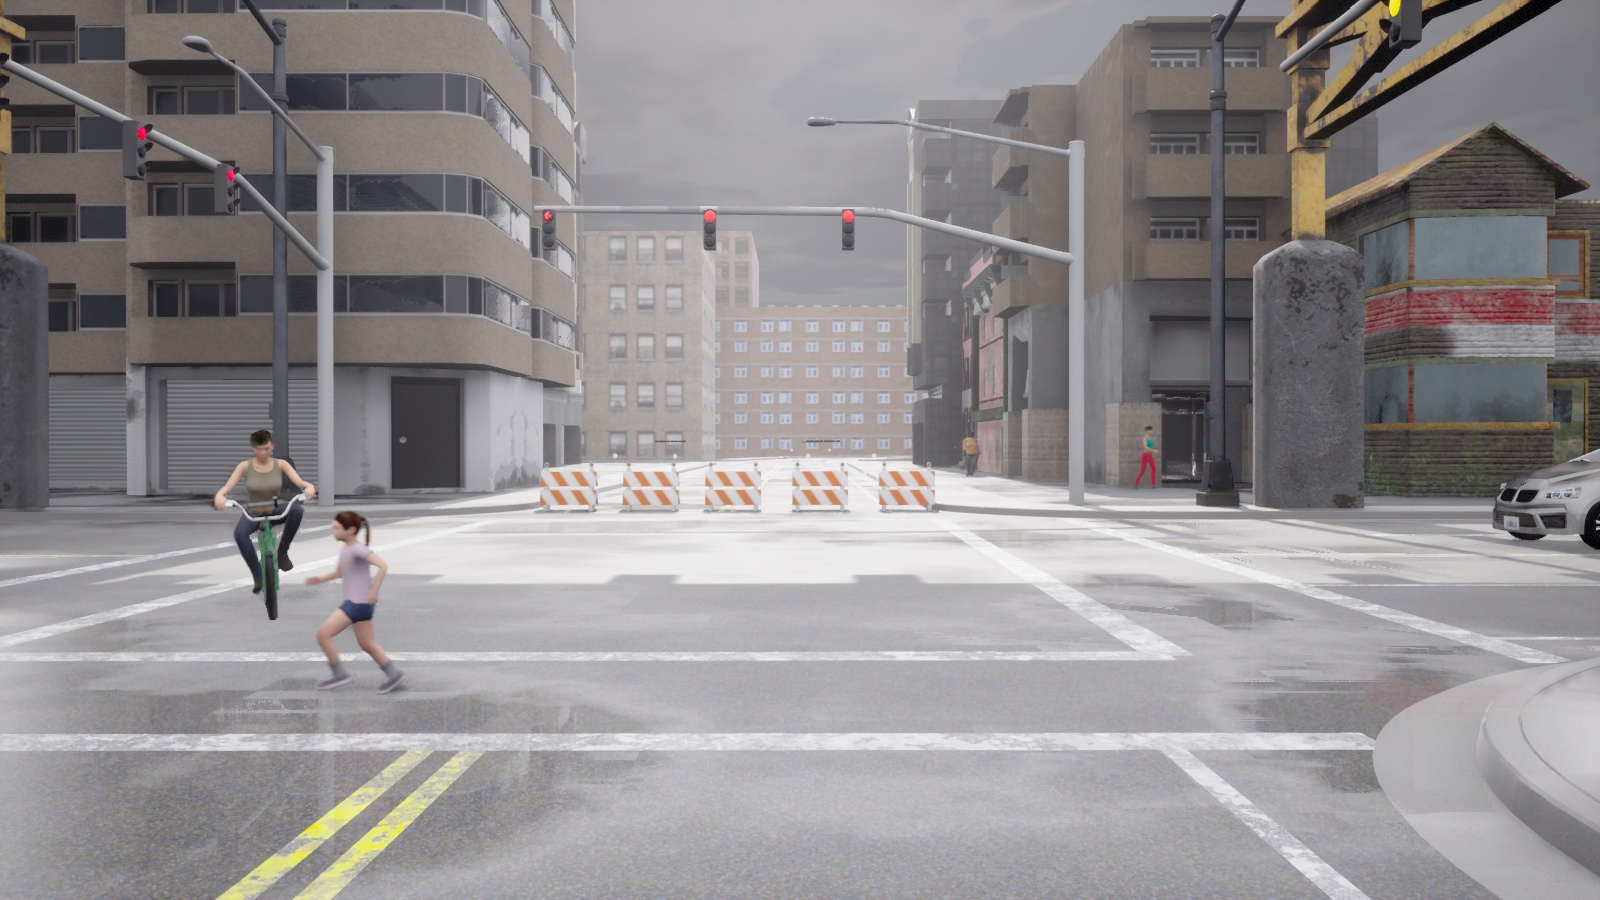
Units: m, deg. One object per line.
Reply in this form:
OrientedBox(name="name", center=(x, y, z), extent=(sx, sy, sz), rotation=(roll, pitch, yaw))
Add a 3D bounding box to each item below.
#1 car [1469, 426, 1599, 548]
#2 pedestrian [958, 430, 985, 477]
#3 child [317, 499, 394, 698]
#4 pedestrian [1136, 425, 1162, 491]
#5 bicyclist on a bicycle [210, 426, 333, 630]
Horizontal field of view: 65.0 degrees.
OrientedBox(name="car", center=(12.614, 0.498, 18.226), extent=(4.611, 1.667, 2.242), rotation=(0, 0, 0))
OrientedBox(name="pedestrian", center=(6.833, 0.135, 50.021), extent=(0.874, 1.855, 0.900), rotation=(0, 0, -4))
OrientedBox(name="child", center=(-2.591, 0.847, 7.312), extent=(0.394, 1.110, 0.255), rotation=(0, 0, -26))
OrientedBox(name="pedestrian", center=(9.861, 0.219, 35.499), extent=(0.345, 1.836, 0.594), rotation=(0, 0, -39))
OrientedBox(name="bicyclist on a bicycle", center=(-4.616, 0.617, 10.950), extent=(0.866, 1.612, 1.509), rotation=(-3, 1, -24))
